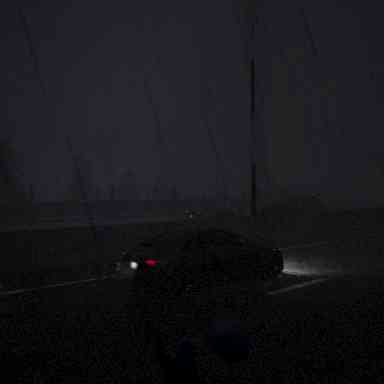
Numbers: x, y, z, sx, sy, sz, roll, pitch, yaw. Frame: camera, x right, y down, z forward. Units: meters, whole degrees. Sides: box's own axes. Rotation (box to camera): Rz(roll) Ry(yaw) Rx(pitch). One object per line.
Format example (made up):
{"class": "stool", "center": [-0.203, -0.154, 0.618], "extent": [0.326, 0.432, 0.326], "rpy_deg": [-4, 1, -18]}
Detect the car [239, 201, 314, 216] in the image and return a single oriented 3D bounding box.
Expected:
{"class": "car", "center": [5.327, 1.493, 20.755], "extent": [4.181, 1.385, 1.994], "rpy_deg": [0, 0, -36]}

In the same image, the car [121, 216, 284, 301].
{"class": "car", "center": [0.366, 1.543, 8.351], "extent": [4.181, 1.385, 1.994], "rpy_deg": [0, 0, -35]}

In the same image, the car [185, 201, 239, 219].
{"class": "car", "center": [2.095, 1.474, 27.054], "extent": [5.357, 1.411, 2.033], "rpy_deg": [0, 0, -36]}

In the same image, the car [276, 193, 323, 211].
{"class": "car", "center": [8.406, 1.122, 27.277], "extent": [5.566, 2.045, 2.150], "rpy_deg": [0, 0, -36]}
